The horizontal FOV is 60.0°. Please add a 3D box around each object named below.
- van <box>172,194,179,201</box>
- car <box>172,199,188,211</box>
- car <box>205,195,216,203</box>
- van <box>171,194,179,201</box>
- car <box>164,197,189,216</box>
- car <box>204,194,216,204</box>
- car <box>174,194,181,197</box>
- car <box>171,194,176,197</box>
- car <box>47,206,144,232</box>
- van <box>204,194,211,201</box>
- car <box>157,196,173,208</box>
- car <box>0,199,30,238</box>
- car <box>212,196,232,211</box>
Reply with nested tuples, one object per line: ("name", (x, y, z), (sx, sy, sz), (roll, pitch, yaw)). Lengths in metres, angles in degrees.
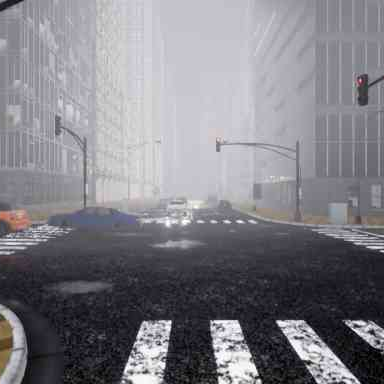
("van", (-4.175, 1.315, 85.998), (1.690, 1.788, 3.998), (0, 0, 0))
("car", (-1.529, 1.614, 42.753), (1.895, 1.301, 4.718), (0, 0, 0))
("car", (3.772, 1.432, 69.448), (1.967, 1.590, 4.097), (0, 0, 0))
("van", (-4.153, 1.321, 80.471), (1.690, 1.788, 3.998), (0, 0, 0))
("car", (-1.491, 1.543, 33.049), (1.812, 1.442, 4.674), (0, 0, 0))
("car", (3.795, 1.313, 63.920), (2.192, 1.841, 5.009), (0, 0, 0))
("car", (-1.565, 1.512, 53.242), (1.837, 1.490, 4.892), (0, 0, 0))
("car", (-4.085, 1.564, 63.888), (1.947, 1.339, 4.313), (0, 0, 0))
("car", (-5.589, 1.512, 19.667), (5.357, 1.411, 2.033), (2, 0, -3))
("van", (3.727, 1.321, 80.503), (1.690, 1.788, 3.998), (0, 0, 0))
("car", (-4.018, 1.593, 47.305), (1.802, 1.307, 4.206), (0, 0, 0))
("car", (-10.500, 1.181, 16.184), (4.553, 1.767, 2.097), (1, 0, -3))
("car", (3.934, 1.579, 41.811), (1.947, 1.339, 4.313), (0, 0, 0))
